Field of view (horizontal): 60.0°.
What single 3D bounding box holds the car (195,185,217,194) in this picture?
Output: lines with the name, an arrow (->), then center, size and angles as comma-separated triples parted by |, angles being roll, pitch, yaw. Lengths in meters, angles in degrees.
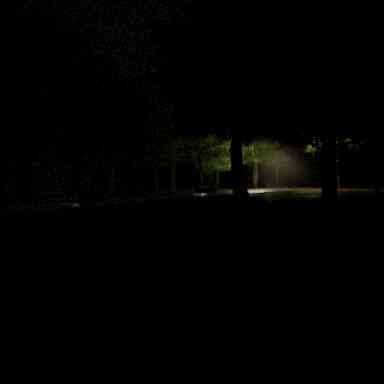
car -> 2.421, -0.476, 56.565 | 1.812, 1.442, 4.674 | 0, 2, 38

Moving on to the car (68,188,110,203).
car -> -11.793, 0.377, 38.234 | 1.837, 1.490, 4.892 | 0, 2, 38
